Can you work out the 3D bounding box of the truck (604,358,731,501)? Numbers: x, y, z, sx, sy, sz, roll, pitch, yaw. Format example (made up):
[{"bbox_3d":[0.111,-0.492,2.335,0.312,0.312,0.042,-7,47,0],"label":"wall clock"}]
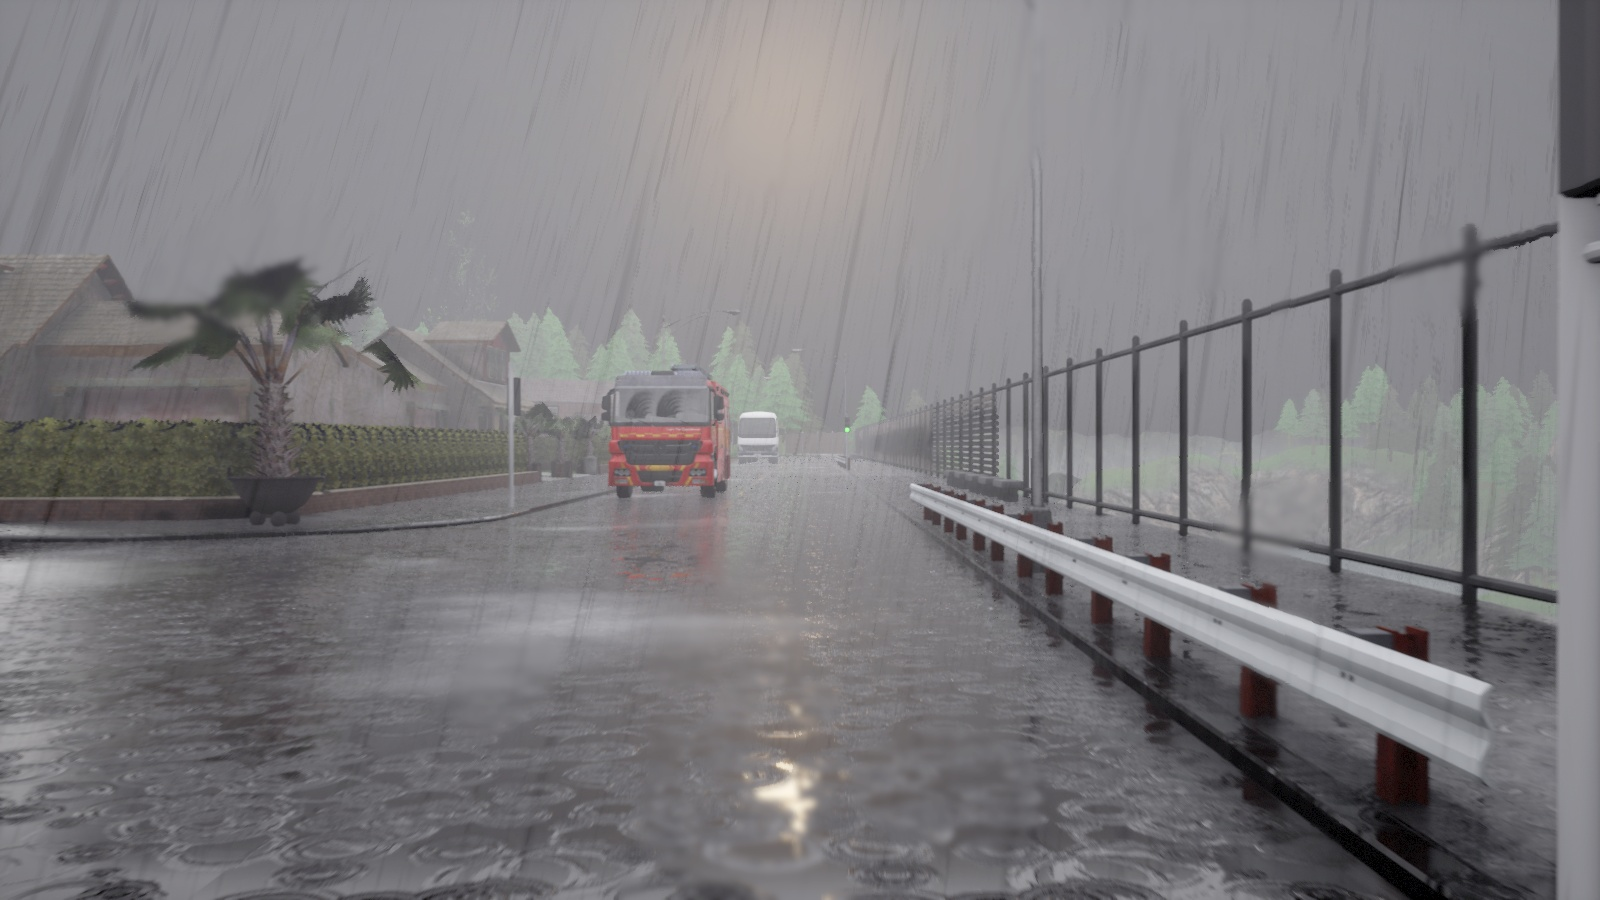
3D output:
[{"bbox_3d":[-3.767,-0.568,37.819,2.891,3.827,8.468,0,0,0],"label":"truck"}]
